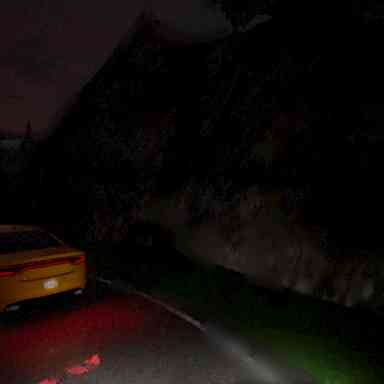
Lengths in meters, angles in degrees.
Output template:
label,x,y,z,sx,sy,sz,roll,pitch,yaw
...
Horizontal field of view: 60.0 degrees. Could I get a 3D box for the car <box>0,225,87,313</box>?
label,x,y,z,sx,sy,sz,roll,pitch,yaw
car,-4.334,1.477,7.503,5.008,1.535,1.882,0,0,42
